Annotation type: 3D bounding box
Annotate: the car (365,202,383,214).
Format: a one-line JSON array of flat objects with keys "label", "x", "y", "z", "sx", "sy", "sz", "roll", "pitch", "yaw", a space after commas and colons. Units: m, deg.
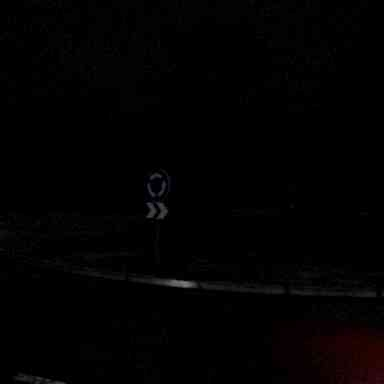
[{"label": "car", "x": 19.528, "y": 1.534, "z": 32.595, "sx": 1.837, "sy": 1.490, "sz": 4.892, "roll": 2, "pitch": -1, "yaw": -31}]
